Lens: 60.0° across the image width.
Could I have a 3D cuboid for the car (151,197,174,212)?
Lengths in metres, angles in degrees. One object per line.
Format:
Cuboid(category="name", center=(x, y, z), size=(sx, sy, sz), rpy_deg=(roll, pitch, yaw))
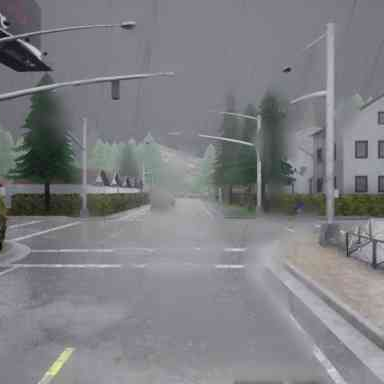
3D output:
Cuboid(category="car", center=(-3.553, 1.547, 38.420), size=(2.033, 1.411, 5.357), rpy_deg=(0, 0, 0))
